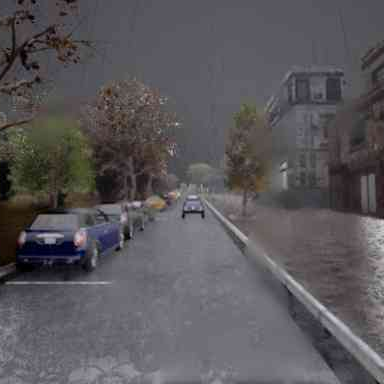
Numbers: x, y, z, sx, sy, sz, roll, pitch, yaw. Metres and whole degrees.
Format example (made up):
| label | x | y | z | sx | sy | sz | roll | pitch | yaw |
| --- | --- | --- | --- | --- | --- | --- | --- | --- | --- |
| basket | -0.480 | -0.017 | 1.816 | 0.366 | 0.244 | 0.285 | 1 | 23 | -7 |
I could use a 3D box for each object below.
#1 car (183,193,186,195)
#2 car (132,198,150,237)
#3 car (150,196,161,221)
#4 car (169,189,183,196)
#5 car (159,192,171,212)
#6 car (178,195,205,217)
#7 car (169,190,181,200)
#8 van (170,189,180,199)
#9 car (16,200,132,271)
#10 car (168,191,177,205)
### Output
| label | x | y | z | sx | sy | sz | roll | pitch | yaw |
| --- | --- | --- | --- | --- | --- | --- | --- | --- | --- |
| car | 0.087 | 1.094 | 41.474 | 1.812 | 1.442 | 4.674 | 0 | 1 | 0 |
| car | -3.657 | 1.215 | 16.454 | 2.185 | 1.767 | 4.553 | 0 | 1 | 2 |
| car | -3.656 | 1.279 | 22.052 | 2.231 | 1.521 | 4.892 | 0 | 1 | 2 |
| car | -3.660 | 0.478 | 66.648 | 2.435 | 2.045 | 5.566 | 0 | 1 | 2 |
| car | -3.649 | 1.143 | 33.385 | 1.946 | 1.575 | 5.366 | 0 | 1 | 2 |
| car | 0.100 | 1.278 | 27.918 | 2.033 | 1.411 | 5.357 | 0 | 1 | 0 |
| car | -3.660 | 0.801 | 61.047 | 2.097 | 1.535 | 5.008 | 0 | 1 | 2 |
| van | -3.657 | 0.432 | 72.306 | 1.878 | 1.987 | 4.442 | 0 | 1 | 2 |
| car | -3.656 | 1.275 | 10.884 | 2.185 | 1.767 | 4.553 | 0 | 1 | 2 |
| car | -3.657 | 1.043 | 44.371 | 2.163 | 1.488 | 4.792 | 0 | 1 | 2 |
